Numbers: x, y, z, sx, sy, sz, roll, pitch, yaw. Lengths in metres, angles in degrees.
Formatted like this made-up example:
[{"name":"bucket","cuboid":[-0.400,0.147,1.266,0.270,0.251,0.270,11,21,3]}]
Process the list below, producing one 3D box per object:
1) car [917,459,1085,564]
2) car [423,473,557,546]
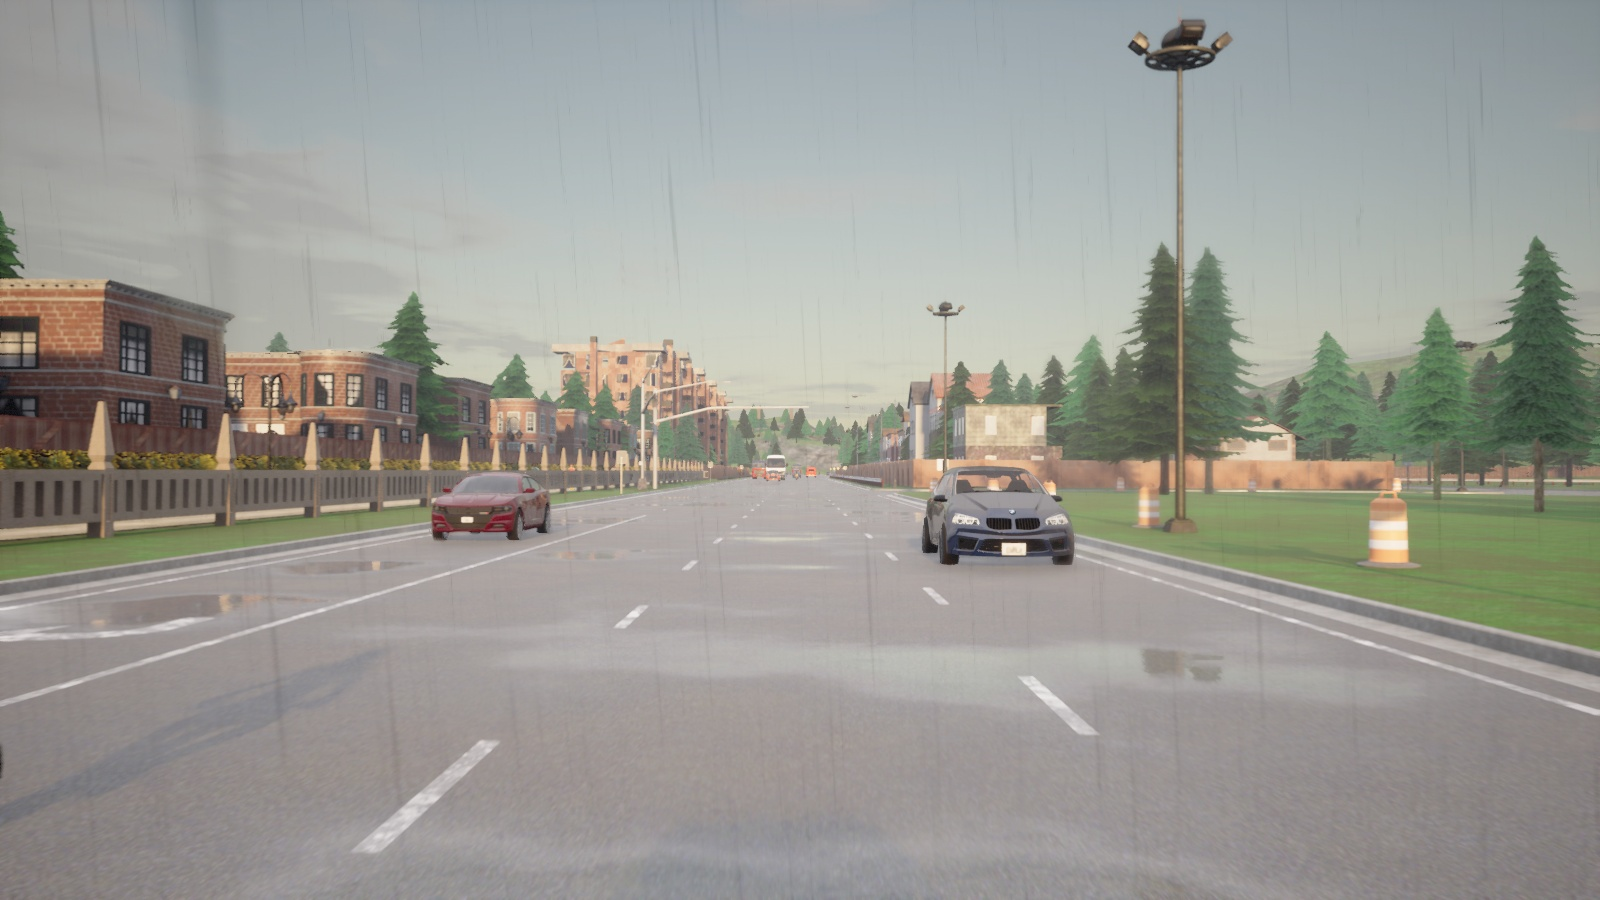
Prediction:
[{"name":"car","cuboid":[3.445,1.021,22.444,2.242,1.667,4.611,0,-1,0]},{"name":"car","cuboid":[-7.070,1.309,29.156,1.882,1.535,5.008,0,-1,0]}]
